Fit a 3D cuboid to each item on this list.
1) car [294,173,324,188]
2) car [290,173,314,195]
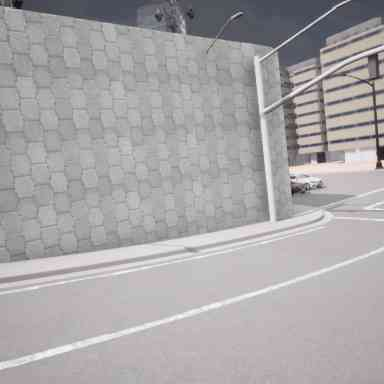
[{"bbox_3d":[9.709,-0.975,30.507,1.812,1.442,4.674,-10,6,-35],"label":"car"},{"bbox_3d":[7.357,-0.459,27.865,1.812,1.442,4.674,-10,6,-35],"label":"car"}]
